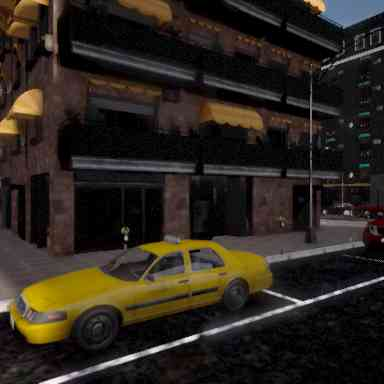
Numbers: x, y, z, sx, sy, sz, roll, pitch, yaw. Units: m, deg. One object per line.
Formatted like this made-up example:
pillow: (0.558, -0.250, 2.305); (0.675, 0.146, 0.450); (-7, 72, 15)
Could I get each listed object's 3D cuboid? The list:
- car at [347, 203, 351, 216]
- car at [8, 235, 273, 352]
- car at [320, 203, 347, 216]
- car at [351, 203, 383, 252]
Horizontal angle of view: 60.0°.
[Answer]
car: (17.853, 1.564, 31.920); (2.097, 1.767, 4.553); (0, -1, -36)
car: (-0.602, 1.522, 6.129); (4.829, 1.417, 1.752); (0, 0, -35)
car: (16.877, 1.936, 38.099); (2.008, 1.369, 4.403); (-1, 0, -36)
car: (8.571, 1.312, 12.673); (5.009, 1.841, 2.192); (0, 0, -35)
